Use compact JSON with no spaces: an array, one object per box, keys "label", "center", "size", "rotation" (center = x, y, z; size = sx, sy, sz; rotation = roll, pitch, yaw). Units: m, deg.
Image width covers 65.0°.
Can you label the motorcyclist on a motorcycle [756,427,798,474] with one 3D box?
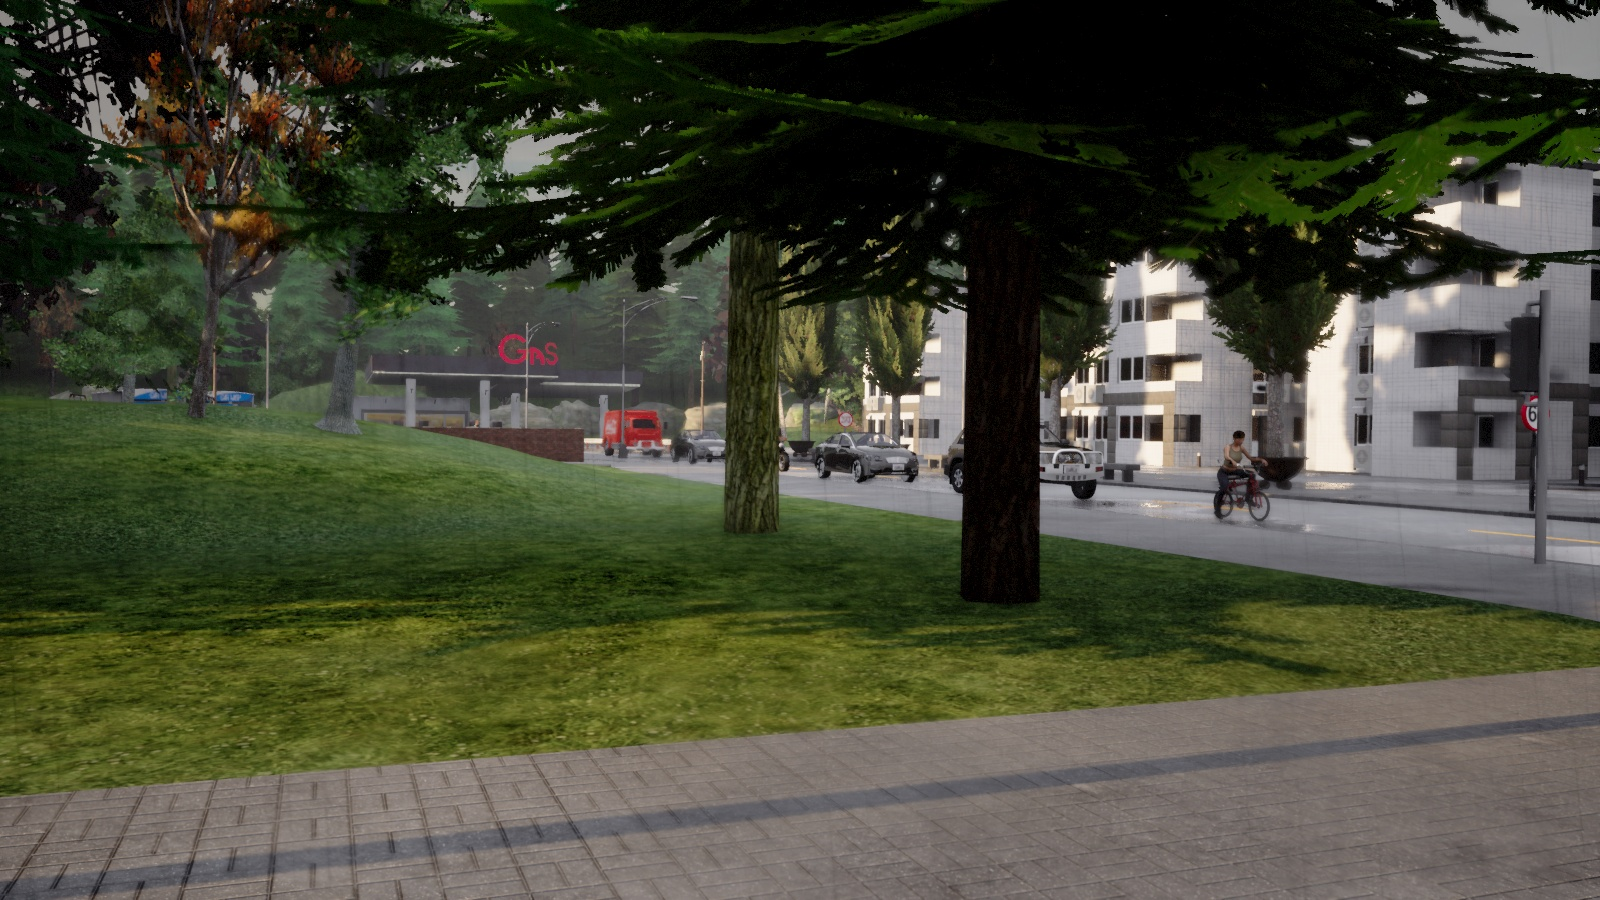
[{"label":"motorcyclist on a motorcycle","center":[-0.862,0.008,46.062],"size":[0.766,1.649,2.350],"rotation":[-1,1,-21]}]

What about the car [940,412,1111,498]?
[{"label":"car","center":[5.250,0.071,29.922],"size":[1.932,1.855,4.605],"rotation":[-1,1,-21]}]

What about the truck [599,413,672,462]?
[{"label":"truck","center":[-8.873,-0.687,67.273],"size":[2.627,2.467,5.204],"rotation":[-1,1,-22]}]

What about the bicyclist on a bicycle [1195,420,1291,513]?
[{"label":"bicyclist on a bicycle","center":[8.000,0.278,22.736],"size":[0.866,1.612,1.509],"rotation":[-1,1,-20]}]

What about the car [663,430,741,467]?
[{"label":"car","center":[-4.375,-0.099,55.339],"size":[2.128,1.511,4.902],"rotation":[-1,1,-21]}]

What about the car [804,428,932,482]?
[{"label":"car","center":[1.986,0.106,38.546],"size":[2.128,1.511,4.902],"rotation":[-1,1,-21]}]
